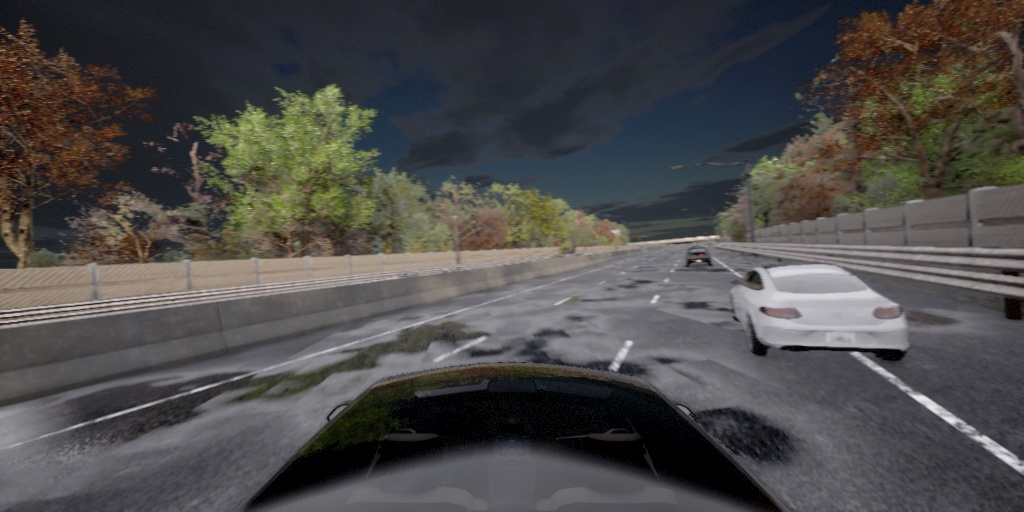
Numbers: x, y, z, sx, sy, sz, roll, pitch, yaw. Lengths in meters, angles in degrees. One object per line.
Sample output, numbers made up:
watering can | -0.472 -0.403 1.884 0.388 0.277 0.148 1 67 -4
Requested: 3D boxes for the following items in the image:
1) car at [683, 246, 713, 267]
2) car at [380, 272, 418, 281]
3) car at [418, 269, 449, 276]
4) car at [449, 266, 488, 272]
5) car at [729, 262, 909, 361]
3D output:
car | 15.248 0.036 29.418 1.837 1.490 4.892 -5 0 27
car | -10.099 2.181 33.573 1.895 1.301 4.718 -5 0 27
car | -6.215 1.867 33.547 1.895 1.301 4.718 -5 0 27
car | -3.150 1.619 31.876 1.895 1.301 4.718 -5 0 27
car | 5.377 0.842 6.841 1.812 1.442 4.674 -5 0 26
